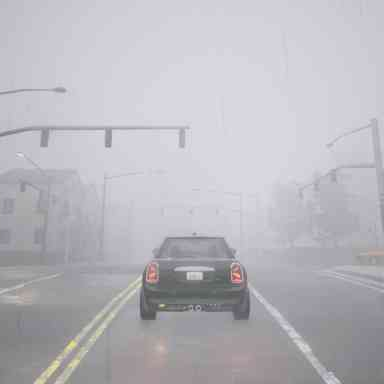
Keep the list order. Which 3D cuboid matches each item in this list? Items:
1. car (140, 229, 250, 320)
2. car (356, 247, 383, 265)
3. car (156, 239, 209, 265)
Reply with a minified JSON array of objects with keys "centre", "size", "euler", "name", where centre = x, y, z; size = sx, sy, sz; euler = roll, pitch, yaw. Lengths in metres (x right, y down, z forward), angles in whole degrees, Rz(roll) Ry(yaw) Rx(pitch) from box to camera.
[{"centre":[0.060,1.807,8.227],"size":[2.097,1.767,4.553],"euler":[0,-7,0],"name":"car"},{"centre":[16.460,5.362,28.065],"size":[5.008,1.535,1.882],"euler":[0,-11,1],"name":"car"},{"centre":[-0.996,5.324,29.329],"size":[2.150,2.045,5.566],"euler":[6,-13,-31],"name":"car"}]
